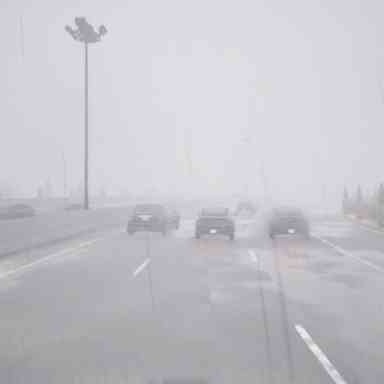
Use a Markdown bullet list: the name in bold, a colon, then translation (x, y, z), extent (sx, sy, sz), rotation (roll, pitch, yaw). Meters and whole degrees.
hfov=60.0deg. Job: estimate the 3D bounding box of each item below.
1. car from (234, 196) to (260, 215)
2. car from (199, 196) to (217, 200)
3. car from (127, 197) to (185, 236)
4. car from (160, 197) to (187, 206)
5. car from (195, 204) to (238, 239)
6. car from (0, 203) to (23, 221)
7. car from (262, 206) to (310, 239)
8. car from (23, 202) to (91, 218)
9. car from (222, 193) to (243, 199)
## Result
- **car**: translation (5.873, 1.506, 34.835), extent (1.837, 1.490, 4.892), rotation (0, 0, 20)
- **car**: translation (2.908, 1.505, 60.306), extent (1.837, 1.490, 4.892), rotation (0, 0, 33)
- **car**: translation (-1.991, 1.353, 18.673), extent (2.097, 1.767, 4.553), rotation (0, 0, 9)
- **car**: translation (-3.157, 1.549, 57.115), extent (2.033, 1.411, 5.357), rotation (0, 0, 30)
- **car**: translation (1.301, 1.506, 17.286), extent (1.837, 1.490, 4.892), rotation (0, 0, 8)
- **car**: translation (-12.257, 1.506, 22.060), extent (1.837, 1.490, 4.892), rotation (0, 0, 11)
- **car**: translation (4.844, 1.506, 17.348), extent (1.837, 1.490, 4.892), rotation (0, 0, 9)
- **car**: translation (-8.638, 1.479, 22.415), extent (1.882, 1.535, 5.008), rotation (0, 0, 12)
- **car**: translation (7.538, 1.227, 60.996), extent (2.150, 2.045, 5.566), rotation (0, 0, 35)
